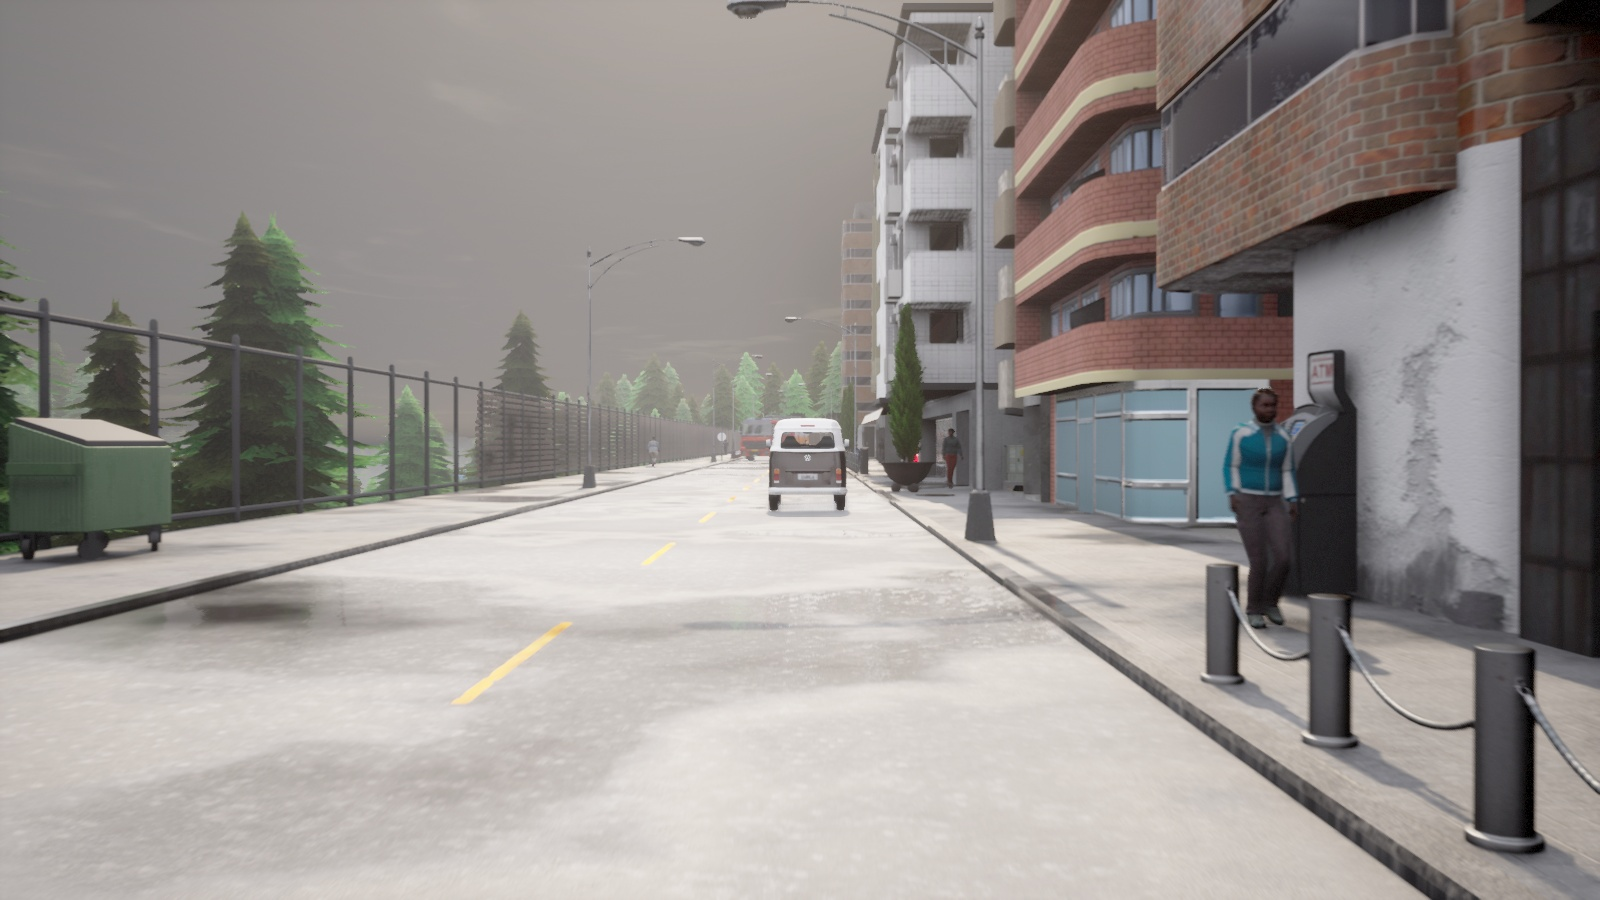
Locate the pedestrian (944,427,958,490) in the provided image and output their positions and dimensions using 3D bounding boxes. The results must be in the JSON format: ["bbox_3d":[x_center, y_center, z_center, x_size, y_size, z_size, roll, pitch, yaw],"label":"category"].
[{"bbox_3d":[4.516,0.249,37.501,0.353,1.847,0.614,0,0,0],"label":"pedestrian"}]

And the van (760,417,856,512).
[{"bbox_3d":[0.178,0.305,29.285,2.069,2.038,4.480,0,0,0],"label":"van"}]

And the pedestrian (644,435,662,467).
[{"bbox_3d":[-8.472,0.041,72.433,0.874,1.855,0.900,0,0,3],"label":"pedestrian"}]

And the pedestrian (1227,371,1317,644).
[{"bbox_3d":[3.462,0.407,9.242,0.396,1.930,0.692,0,0,0],"label":"pedestrian"}]
